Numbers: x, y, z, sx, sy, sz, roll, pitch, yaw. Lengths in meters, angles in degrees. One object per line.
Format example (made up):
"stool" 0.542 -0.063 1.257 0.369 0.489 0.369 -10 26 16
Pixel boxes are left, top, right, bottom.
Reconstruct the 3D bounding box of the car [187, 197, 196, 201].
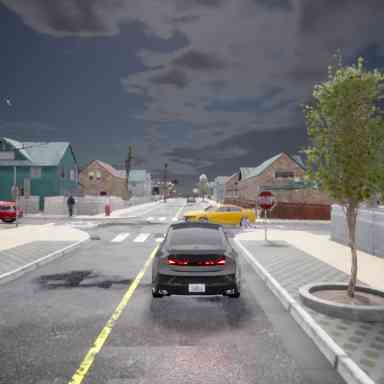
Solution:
"car" -0.167 1.749 75.671 1.994 1.385 4.181 0 0 0

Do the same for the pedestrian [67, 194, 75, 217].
"pedestrian" -9.687 1.047 26.608 0.375 1.860 0.375 0 -2 0

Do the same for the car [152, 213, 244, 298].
"car" 0.080 1.510 8.513 1.837 1.490 4.892 0 0 0

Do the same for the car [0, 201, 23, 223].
"car" -13.622 0.941 20.747 5.566 2.045 2.150 1 -1 -1

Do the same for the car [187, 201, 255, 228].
"car" 1.810 1.565 22.086 5.008 1.535 1.882 2 -2 -23

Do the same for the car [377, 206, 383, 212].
"car" 14.227 1.747 23.740 4.553 1.767 2.097 1 -1 0
